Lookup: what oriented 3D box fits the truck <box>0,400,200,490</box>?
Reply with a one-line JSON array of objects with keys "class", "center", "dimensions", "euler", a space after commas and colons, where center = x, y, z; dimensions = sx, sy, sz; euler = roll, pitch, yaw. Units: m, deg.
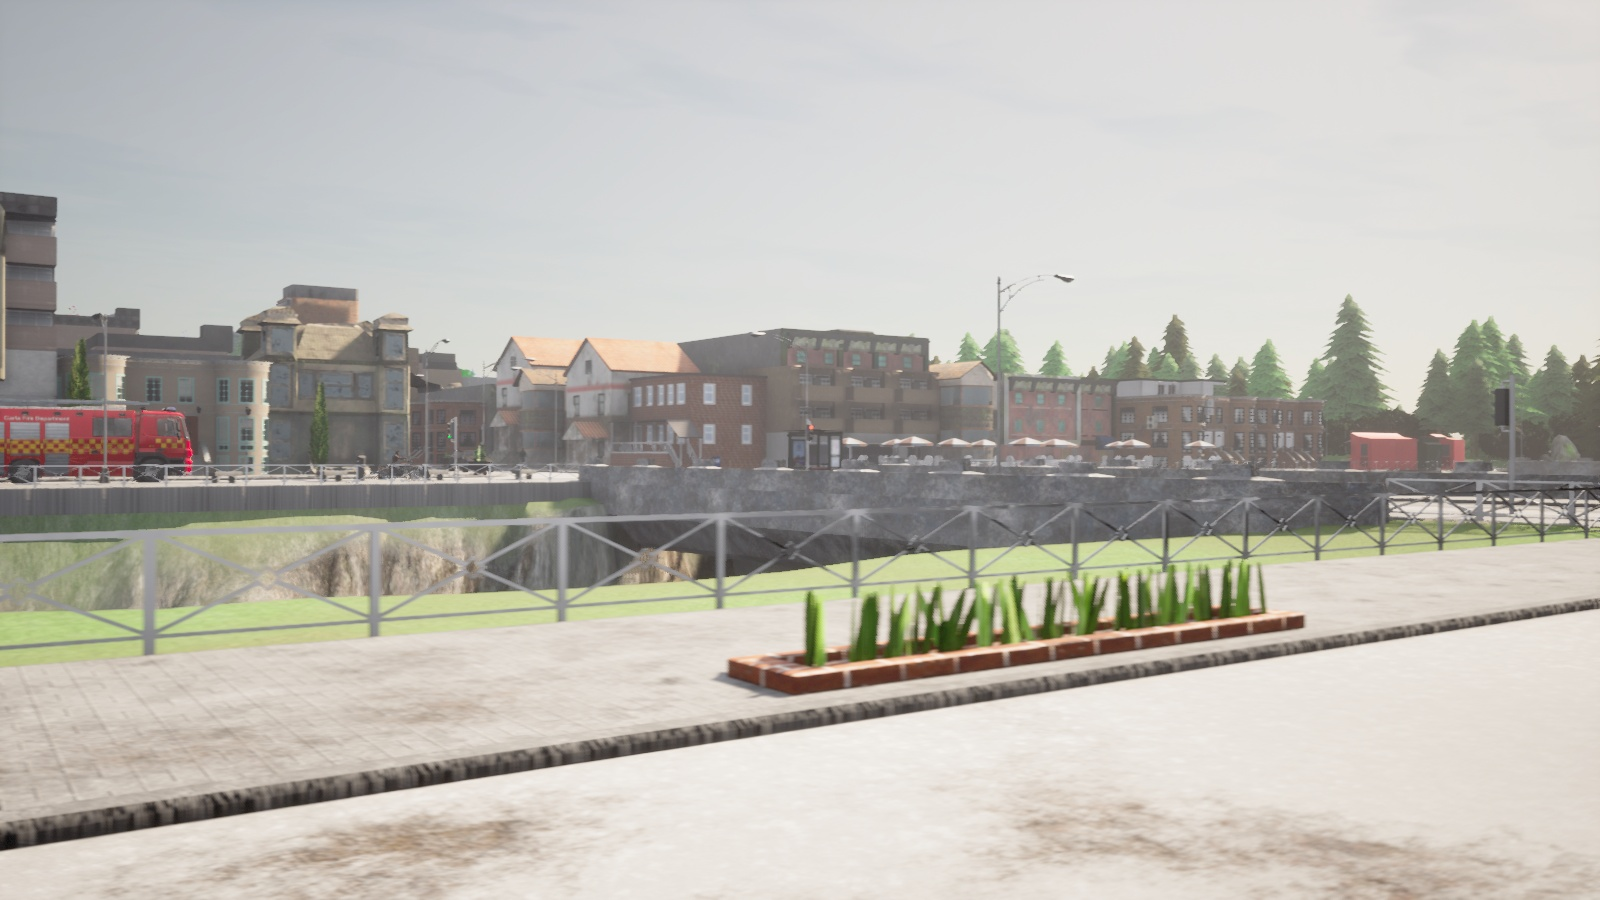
[{"class": "truck", "center": [-32.167, -0.212, 57.080], "dimensions": [8.468, 3.827, 2.891], "euler": [0, 0, -35]}]

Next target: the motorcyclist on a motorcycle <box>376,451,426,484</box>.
[{"class": "motorcyclist on a motorcycle", "center": [-20.670, 0.898, 65.084], "dimensions": [2.350, 1.649, 0.766], "euler": [0, 0, -35]}]

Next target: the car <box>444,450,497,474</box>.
[{"class": "car", "center": [-23.977, 0.864, 91.320], "dimensions": [2.242, 1.667, 4.611], "euler": [0, 0, -35]}]
